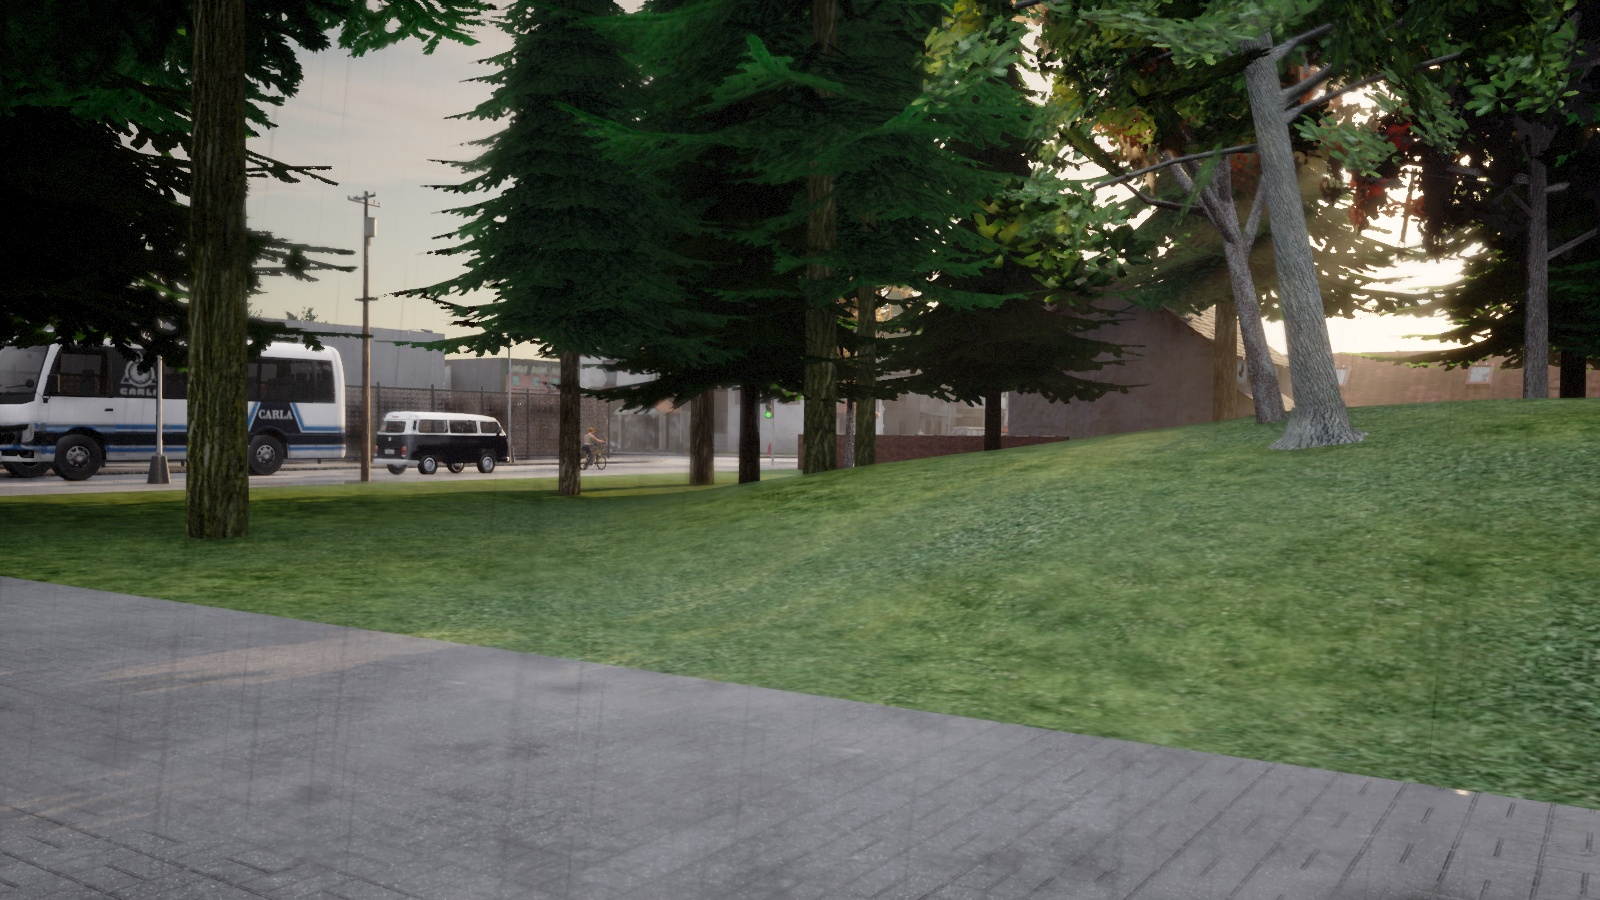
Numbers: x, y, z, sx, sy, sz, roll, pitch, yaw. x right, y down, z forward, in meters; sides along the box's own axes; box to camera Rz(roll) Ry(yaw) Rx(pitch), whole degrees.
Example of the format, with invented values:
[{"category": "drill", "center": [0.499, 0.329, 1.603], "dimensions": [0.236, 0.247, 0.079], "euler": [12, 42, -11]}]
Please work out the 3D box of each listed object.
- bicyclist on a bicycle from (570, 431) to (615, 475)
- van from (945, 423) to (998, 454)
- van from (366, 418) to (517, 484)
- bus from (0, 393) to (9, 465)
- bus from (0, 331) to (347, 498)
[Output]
[{"category": "bicyclist on a bicycle", "center": [-7.790, 0.094, 47.230], "dimensions": [0.866, 1.612, 1.509], "euler": [0, 1, 33]}, {"category": "van", "center": [11.444, -0.759, 83.486], "dimensions": [1.775, 1.987, 4.442], "euler": [0, 1, 33]}, {"category": "van", "center": [-11.720, -0.003, 41.329], "dimensions": [2.069, 2.038, 4.480], "euler": [0, 1, 34]}, {"category": "bus", "center": [-51.309, -1.151, 71.100], "dimensions": [3.944, 4.253, 10.273], "euler": [0, 1, 37]}, {"category": "bus", "center": [-19.142, -0.982, 37.384], "dimensions": [3.944, 4.253, 10.273], "euler": [0, 1, 33]}]
